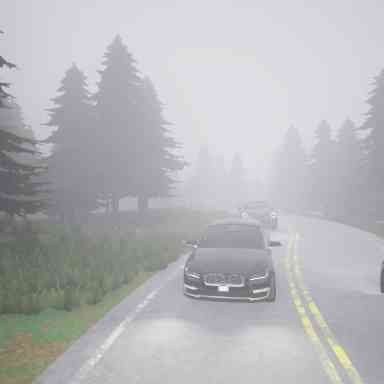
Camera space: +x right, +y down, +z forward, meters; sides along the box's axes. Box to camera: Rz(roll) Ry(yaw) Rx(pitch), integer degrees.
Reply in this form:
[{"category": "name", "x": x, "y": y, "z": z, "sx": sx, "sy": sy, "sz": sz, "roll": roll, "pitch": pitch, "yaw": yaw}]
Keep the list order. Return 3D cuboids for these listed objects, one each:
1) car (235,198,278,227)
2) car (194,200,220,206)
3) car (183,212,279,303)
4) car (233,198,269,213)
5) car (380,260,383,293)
[{"category": "car", "x": 3.881, "y": 1.270, "z": 20.367, "sx": 2.097, "sy": 1.767, "sz": 4.553, "roll": -1, "pitch": 0, "yaw": 5}, {"category": "car", "x": 1.930, "y": 1.799, "z": 44.862, "sx": 1.812, "sy": 1.442, "sz": 4.674, "roll": 3, "pitch": -5, "yaw": -35}, {"category": "car", "x": 1.093, "y": 1.496, "z": 8.415, "sx": 1.837, "sy": 1.490, "sz": 4.892, "roll": -1, "pitch": 0, "yaw": 12}, {"category": "car", "x": 6.212, "y": 1.410, "z": 35.736, "sx": 1.837, "sy": 1.490, "sz": 4.892, "roll": 2, "pitch": -1, "yaw": -16}, {"category": "car", "x": 4.495, "y": 1.308, "z": 4.644, "sx": 2.097, "sy": 1.767, "sz": 4.553, "roll": -1, "pitch": 0, "yaw": 8}]
